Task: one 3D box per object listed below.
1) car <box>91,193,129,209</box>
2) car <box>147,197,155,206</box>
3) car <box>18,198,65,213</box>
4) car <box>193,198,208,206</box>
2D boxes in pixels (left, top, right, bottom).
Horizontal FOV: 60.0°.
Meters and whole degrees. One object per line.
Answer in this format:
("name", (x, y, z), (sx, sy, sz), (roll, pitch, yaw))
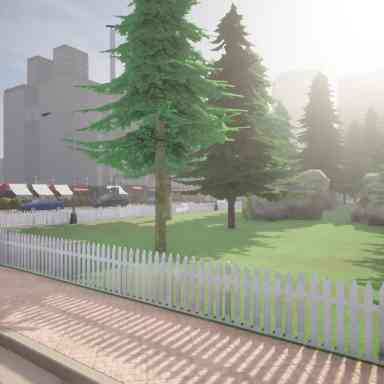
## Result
("car", (-11.092, 1.221, 45.533), (2.150, 2.045, 5.566), (0, 0, 34))
("car", (-5.305, 1.352, 54.038), (2.097, 1.767, 4.553), (0, 0, 34))
("car", (-16.738, 1.478, 37.172), (1.882, 1.535, 5.008), (0, 0, 34))
("car", (2.158, 1.601, 52.302), (1.895, 1.301, 4.718), (0, 0, 34))
